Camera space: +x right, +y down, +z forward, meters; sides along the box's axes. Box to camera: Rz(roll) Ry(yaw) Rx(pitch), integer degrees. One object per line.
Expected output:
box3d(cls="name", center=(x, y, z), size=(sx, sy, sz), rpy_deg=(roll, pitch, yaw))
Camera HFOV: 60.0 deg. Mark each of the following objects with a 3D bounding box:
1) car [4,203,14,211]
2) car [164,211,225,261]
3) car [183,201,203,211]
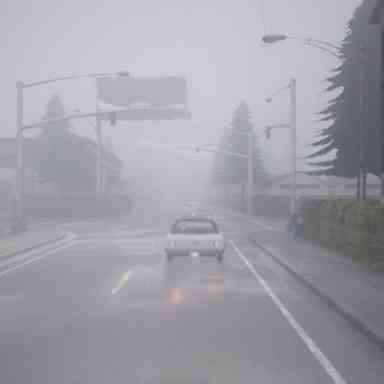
box3d(cls="car", center=(-22.153, 1.684, 43.759), size=(4.611, 1.667, 2.242), rpy_deg=(0, 0, 0))
box3d(cls="car", center=(0.093, 1.605, 12.270), size=(1.895, 1.301, 4.718), rpy_deg=(0, 0, 0))
box3d(cls="car", center=(0.110, 1.633, 32.159), size=(1.812, 1.442, 4.674), rpy_deg=(0, 4, 0))
